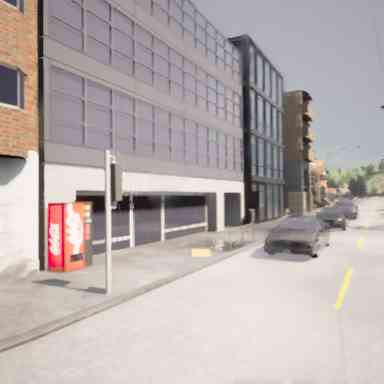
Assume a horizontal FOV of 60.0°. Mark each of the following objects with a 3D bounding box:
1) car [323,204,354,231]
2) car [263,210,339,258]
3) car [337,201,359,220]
[{"bbox_3d":[9.428,1.772,22.379,1.994,1.385,4.181,-1,-1,30],"label":"car"},{"bbox_3d":[4.581,1.695,13.801,2.033,1.411,5.357,-1,-1,29],"label":"car"},{"bbox_3d":[14.439,1.623,31.226,2.097,1.767,4.553,-1,-1,30],"label":"car"}]
